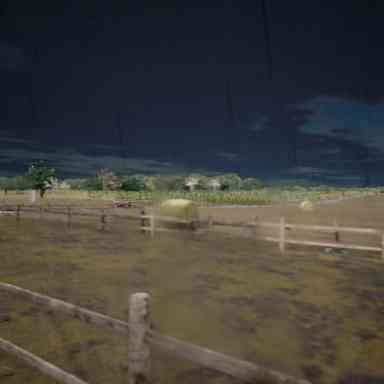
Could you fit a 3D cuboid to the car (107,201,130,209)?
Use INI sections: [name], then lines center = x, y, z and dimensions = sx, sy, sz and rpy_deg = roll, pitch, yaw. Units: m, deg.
[car]
center = -14.316, 2.399, 64.860
dimensions = 1.882, 1.535, 5.008
rpy_deg = 1, -1, 36
